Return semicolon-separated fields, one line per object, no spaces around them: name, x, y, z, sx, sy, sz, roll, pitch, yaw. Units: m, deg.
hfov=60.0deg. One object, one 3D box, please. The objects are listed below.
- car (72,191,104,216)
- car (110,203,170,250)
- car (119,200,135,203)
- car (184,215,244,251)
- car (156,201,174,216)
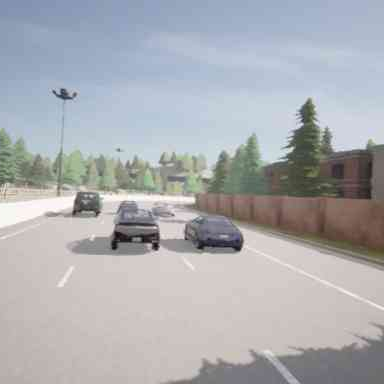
car;-9.057;0.966;29.242;2.150;2.045;5.566;3;0;-12
car;-2.459;1.480;14.328;2.128;1.511;4.902;3;0;-12
car;-6.299;1.502;33.108;1.994;1.385;4.181;3;0;-12
car;0.887;1.755;15.383;1.994;1.385;4.181;3;0;-12
car;-2.959;1.666;34.244;1.812;1.442;4.674;3;0;-12
